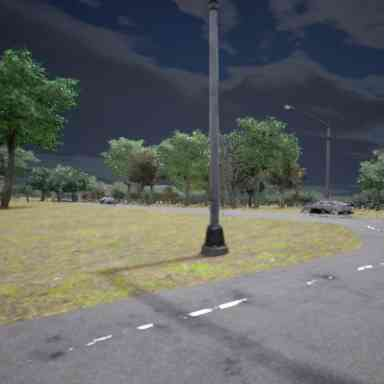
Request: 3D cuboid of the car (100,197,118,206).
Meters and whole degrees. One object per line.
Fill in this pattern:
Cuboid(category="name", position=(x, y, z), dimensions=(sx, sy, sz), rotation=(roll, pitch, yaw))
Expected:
Cuboid(category="car", position=(-14.313, 1.564, 57.115), dimensions=(1.882, 1.535, 5.008), rotation=(3, -2, -33))

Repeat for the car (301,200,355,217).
Cuboid(category="car", position=(12.461, 1.534, 30.759), dimensions=(2.128, 1.511, 4.902), rotation=(3, -2, -35))
